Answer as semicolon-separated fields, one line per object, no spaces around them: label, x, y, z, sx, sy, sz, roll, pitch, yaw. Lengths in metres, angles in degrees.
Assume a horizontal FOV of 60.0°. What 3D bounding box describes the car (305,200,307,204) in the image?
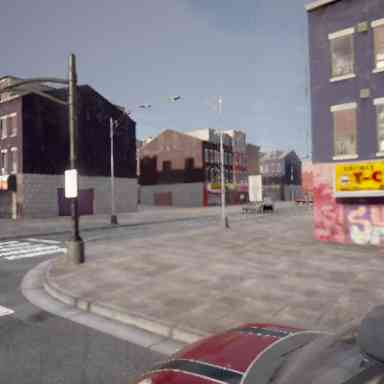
car;16.476;1.254;48.127;1.895;1.301;4.718;-2;-1;36

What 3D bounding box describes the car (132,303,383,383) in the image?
car;1.349;1.440;1.880;4.097;1.590;1.967;0;-2;36

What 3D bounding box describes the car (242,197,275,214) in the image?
car;7.090;1.375;35.283;2.097;1.767;4.553;-2;-1;36
